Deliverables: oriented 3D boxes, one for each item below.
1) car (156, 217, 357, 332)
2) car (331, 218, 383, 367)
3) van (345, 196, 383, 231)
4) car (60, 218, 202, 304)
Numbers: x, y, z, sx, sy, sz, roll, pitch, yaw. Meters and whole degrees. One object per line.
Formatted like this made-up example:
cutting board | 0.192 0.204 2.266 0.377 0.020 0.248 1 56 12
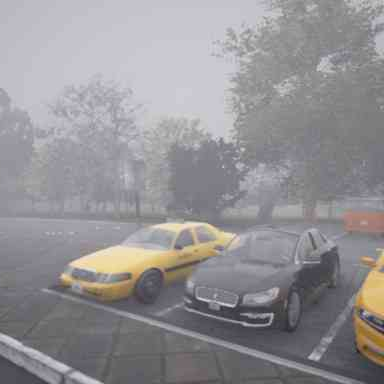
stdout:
car | 1.749 1.468 7.029 2.231 1.521 4.892 0 0 36
car | 4.006 1.465 5.419 2.097 1.535 5.008 0 0 36
van | 9.498 1.240 17.706 1.878 1.987 4.442 0 0 36
car | -0.615 1.473 8.482 1.946 1.575 5.366 0 0 36
